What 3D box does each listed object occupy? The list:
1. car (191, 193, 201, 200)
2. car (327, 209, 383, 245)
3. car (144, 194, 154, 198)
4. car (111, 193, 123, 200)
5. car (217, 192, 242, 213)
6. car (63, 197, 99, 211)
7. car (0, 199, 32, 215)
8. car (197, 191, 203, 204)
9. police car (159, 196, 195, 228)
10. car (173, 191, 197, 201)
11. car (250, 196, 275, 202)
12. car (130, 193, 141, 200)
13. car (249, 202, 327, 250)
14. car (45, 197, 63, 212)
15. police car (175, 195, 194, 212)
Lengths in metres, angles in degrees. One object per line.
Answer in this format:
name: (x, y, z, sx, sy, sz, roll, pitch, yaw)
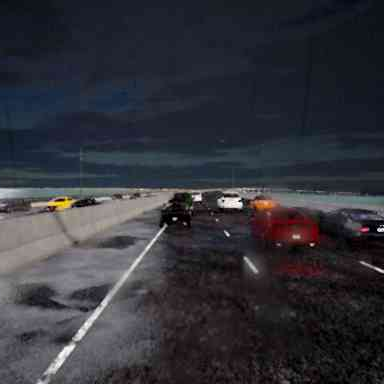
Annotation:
car: (0.972, 0.910, 72.958, 2.033, 1.411, 5.357, 0, 0, 2)
car: (7.148, 1.464, 15.023, 2.033, 1.411, 5.357, 0, 0, 0)
car: (-9.479, 1.093, 74.341, 1.994, 1.385, 4.181, 0, 0, 2)
car: (-16.510, 1.050, 73.327, 1.812, 1.442, 4.674, 0, 0, 2)
car: (3.832, 1.022, 34.537, 2.150, 2.045, 5.566, 0, 0, 1)
car: (-10.392, 1.320, 32.188, 1.837, 1.490, 4.892, 0, 0, 1)
car: (-17.398, 1.364, 31.905, 2.033, 1.411, 5.357, 0, 0, 1)
car: (0.575, 0.887, 55.998, 2.150, 2.045, 5.566, 0, 0, 1)
police car: (-0.961, 1.305, 21.425, 1.930, 1.638, 5.238, 0, 0, 0)
car: (-0.862, 1.046, 31.329, 2.150, 2.045, 5.566, 0, 0, 1)
car: (7.339, 1.151, 34.921, 2.097, 1.767, 4.553, 0, 0, 1)
car: (-12.931, 0.997, 76.160, 1.882, 1.535, 5.008, 0, 0, 2)
car: (3.645, 1.399, 14.028, 1.882, 1.535, 5.008, 0, 0, 0)
car: (-13.851, 1.273, 35.443, 1.882, 1.535, 5.008, 0, 1, 1)
police car: (-0.785, 1.208, 37.399, 1.930, 1.638, 5.238, 0, 0, 1)
